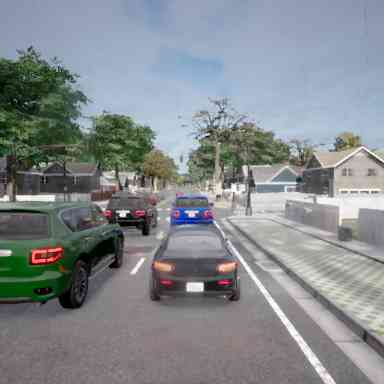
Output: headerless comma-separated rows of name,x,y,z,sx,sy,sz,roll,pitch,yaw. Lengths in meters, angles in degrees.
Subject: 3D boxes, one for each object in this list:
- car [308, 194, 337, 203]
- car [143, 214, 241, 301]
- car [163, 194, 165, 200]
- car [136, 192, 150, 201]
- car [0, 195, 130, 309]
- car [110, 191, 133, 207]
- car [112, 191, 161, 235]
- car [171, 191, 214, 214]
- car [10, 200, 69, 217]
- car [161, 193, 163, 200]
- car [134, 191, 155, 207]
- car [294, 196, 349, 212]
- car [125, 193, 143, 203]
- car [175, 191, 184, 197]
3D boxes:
car,12.892,1.095,31.413,4.553,1.767,2.097,0,1,-1
car,0.067,1.514,8.190,1.812,1.442,4.674,0,0,0
car,-6.510,0.861,66.342,2.128,1.511,4.902,0,1,1
car,-9.750,0.857,66.521,2.128,1.511,4.902,0,1,1
car,-3.186,1.210,7.997,2.150,2.045,5.566,0,0,1
car,-9.836,0.890,46.867,2.150,2.045,5.566,0,1,0
car,-3.222,1.159,18.348,2.150,2.045,5.566,0,0,1
car,0.026,1.160,18.223,2.150,2.045,5.566,0,0,1
car,-14.134,1.478,30.951,4.674,1.442,1.812,0,1,0
car,-6.567,1.123,56.222,1.994,1.385,4.181,0,1,1
car,-6.585,0.891,46.814,2.150,2.045,5.566,0,1,0
car,13.286,1.199,34.372,4.902,1.511,2.128,0,1,-2
car,-9.820,1.046,56.546,2.128,1.511,4.902,0,1,0
car,-3.228,0.436,86.411,1.994,1.385,4.181,0,1,0
